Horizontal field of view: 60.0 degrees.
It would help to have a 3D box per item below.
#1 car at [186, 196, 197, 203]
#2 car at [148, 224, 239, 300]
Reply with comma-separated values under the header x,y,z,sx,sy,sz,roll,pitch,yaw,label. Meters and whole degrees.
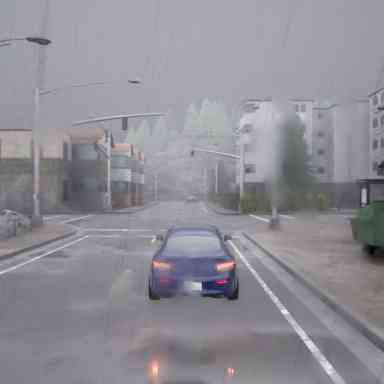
x,y,z,sx,sy,sz,roll,pitch,yaw,label
-0.141,1.526,66.890,1.812,1.442,4.674,0,0,0,car
0.040,1.526,8.248,1.812,1.442,4.674,0,0,0,car
